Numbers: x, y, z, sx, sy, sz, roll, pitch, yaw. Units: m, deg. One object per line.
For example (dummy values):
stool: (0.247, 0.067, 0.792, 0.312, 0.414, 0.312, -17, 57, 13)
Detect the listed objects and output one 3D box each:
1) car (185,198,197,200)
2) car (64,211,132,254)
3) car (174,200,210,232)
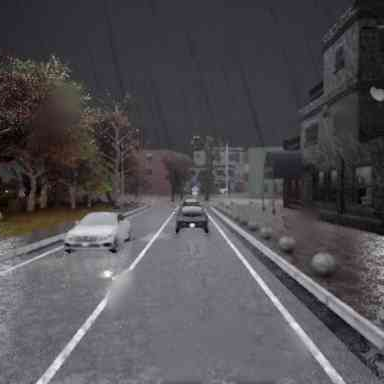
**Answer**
car: (-0.086, 1.440, 36.876, 1.882, 1.535, 5.008, 0, 0, 0)
car: (-3.670, 1.528, 13.743, 1.812, 1.442, 4.674, 0, 0, 0)
car: (-0.007, 1.502, 20.053, 1.837, 1.490, 4.892, 0, 0, 0)
